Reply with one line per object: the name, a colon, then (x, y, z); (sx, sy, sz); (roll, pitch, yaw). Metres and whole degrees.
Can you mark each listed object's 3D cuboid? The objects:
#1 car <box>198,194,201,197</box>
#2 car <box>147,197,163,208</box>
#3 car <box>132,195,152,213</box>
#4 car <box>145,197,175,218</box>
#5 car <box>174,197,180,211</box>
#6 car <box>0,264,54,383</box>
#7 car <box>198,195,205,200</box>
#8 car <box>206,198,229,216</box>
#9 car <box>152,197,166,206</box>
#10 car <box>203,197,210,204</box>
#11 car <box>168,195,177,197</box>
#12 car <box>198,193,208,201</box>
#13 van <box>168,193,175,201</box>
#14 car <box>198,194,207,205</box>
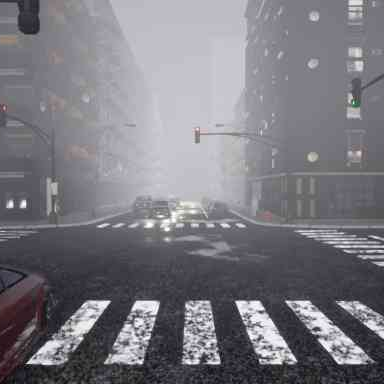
car: (2.579, 1.552, 75.800); (1.802, 1.307, 4.206); (-1, 0, 0)
car: (-5.311, 1.509, 47.992); (1.752, 1.417, 4.829); (-1, 0, 0)
car: (-5.317, 1.303, 37.088); (2.192, 1.841, 5.009); (-1, 0, 0)
car: (-2.832, 1.496, 30.221); (1.837, 1.490, 4.892); (0, 0, 0)
car: (-2.826, 1.588, 40.321); (1.895, 1.301, 4.718); (0, 0, 0)
car: (-3.028, 1.563, 3.628); (1.994, 1.385, 4.181); (0, 0, -6)
car: (2.584, 1.541, 92.418); (1.802, 1.307, 4.206); (-1, 0, 0)
car: (2.565, 1.573, 31.487); (1.802, 1.307, 4.206); (-1, 0, 0)
car: (-5.308, 1.564, 53.700); (1.802, 1.307, 4.206); (-1, 0, 0)
car: (2.566, 1.539, 37.026); (2.008, 1.369, 4.403); (-1, 0, 0)
car: (-2.758, 1.530, 50.971); (2.033, 1.411, 5.357); (0, 0, 1)
car: (2.577, 1.282, 81.340); (2.192, 1.841, 5.009); (-1, 0, 0)
van: (-5.301, 1.304, 86.923); (1.690, 1.788, 3.998); (-1, 0, 0)
car: (2.573, 1.524, 59.183); (1.887, 1.381, 4.507); (-1, 0, 0)
